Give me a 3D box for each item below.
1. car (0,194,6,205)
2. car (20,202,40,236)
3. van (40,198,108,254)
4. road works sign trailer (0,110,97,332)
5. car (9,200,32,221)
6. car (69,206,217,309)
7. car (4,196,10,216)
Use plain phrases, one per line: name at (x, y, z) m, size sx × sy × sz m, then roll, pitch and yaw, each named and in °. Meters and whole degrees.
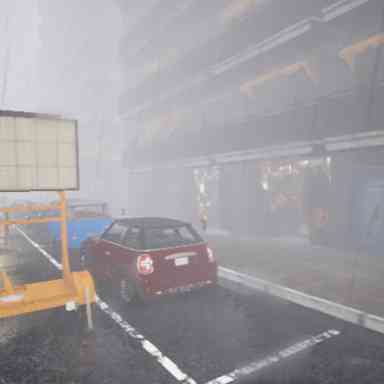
car at (-25.879, 1.229, 45.459) m, size 1.802 × 1.307 × 4.206 m, roll -2°, pitch 1°, yaw -33°
car at (-7.409, 1.361, 17.176) m, size 1.947 × 1.339 × 4.313 m, roll -2°, pitch 1°, yaw -33°
van at (-4.335, 1.163, 12.458) m, size 1.690 × 1.788 × 3.998 m, roll -2°, pitch 1°, yaw -33°
road works sign trailer at (-3.230, 0.404, 5.793) m, size 2.380 × 3.560 × 2.880 m, roll -2°, pitch 1°, yaw -33°
car at (-10.488, 1.318, 21.890) m, size 2.008 × 1.369 × 4.403 m, roll -2°, pitch 1°, yaw -33°
car at (-1.254, 1.290, 7.745) m, size 1.967 × 1.590 × 4.097 m, roll -2°, pitch 1°, yaw -33°
car at (-13.567, 1.285, 26.605) m, size 1.887 × 1.381 × 4.507 m, roll -2°, pitch 1°, yaw -33°
